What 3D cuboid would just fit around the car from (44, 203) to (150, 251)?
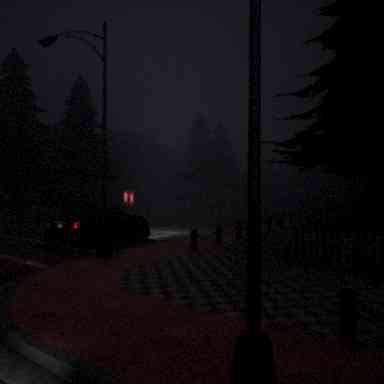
[{"bbox_3d":[-3.849,1.297,14.317,2.097,1.767,4.553,1,0,31],"label":"car"}]
